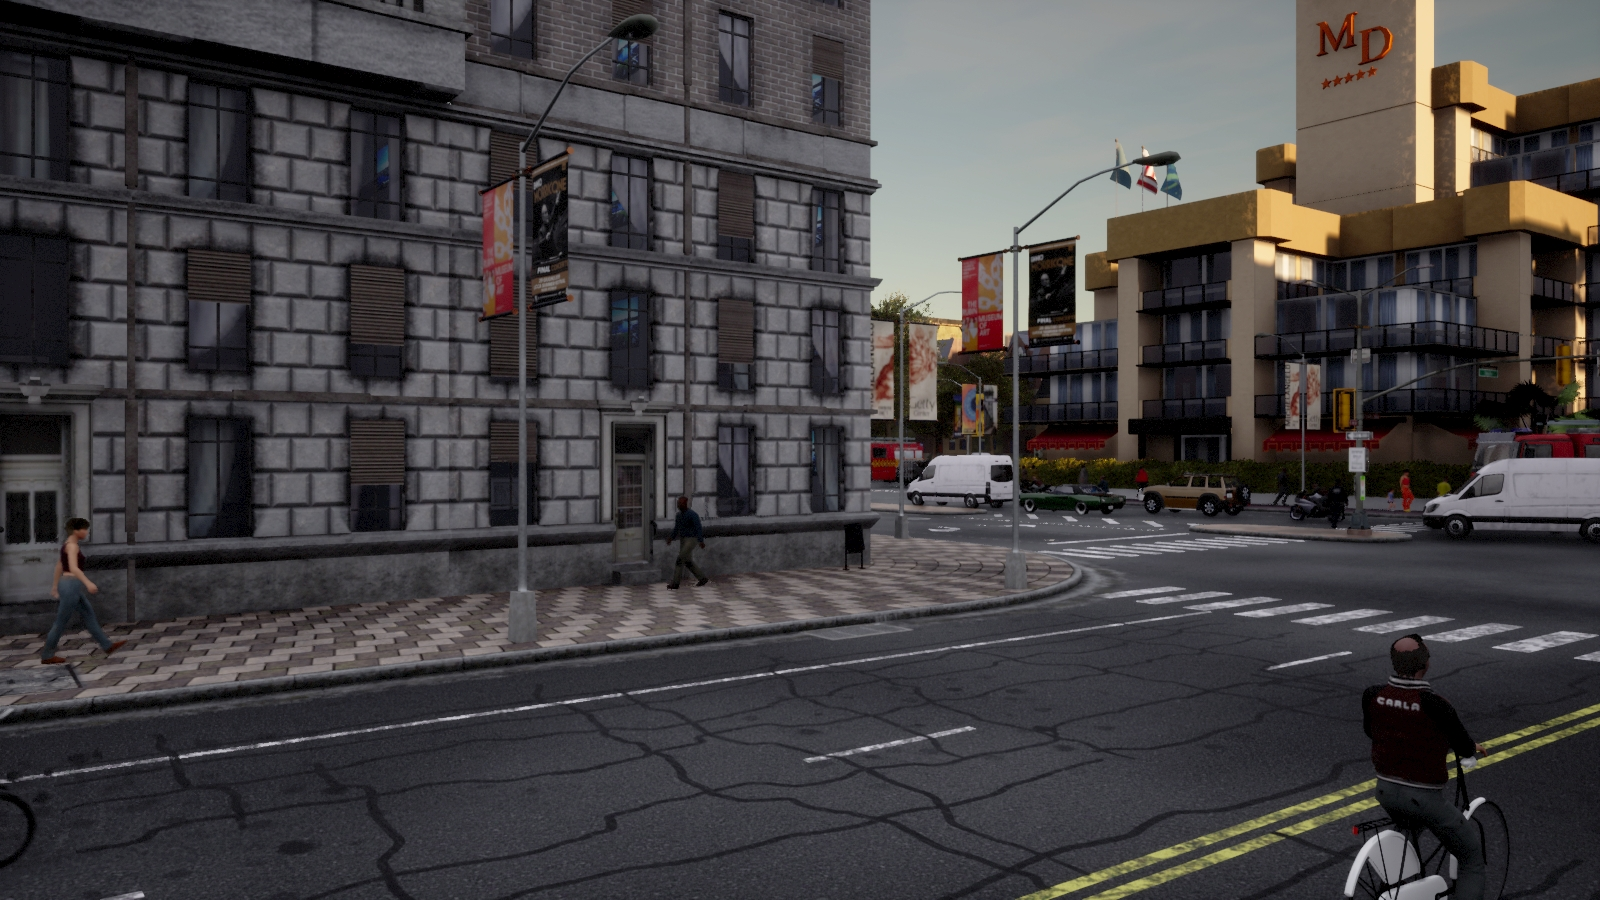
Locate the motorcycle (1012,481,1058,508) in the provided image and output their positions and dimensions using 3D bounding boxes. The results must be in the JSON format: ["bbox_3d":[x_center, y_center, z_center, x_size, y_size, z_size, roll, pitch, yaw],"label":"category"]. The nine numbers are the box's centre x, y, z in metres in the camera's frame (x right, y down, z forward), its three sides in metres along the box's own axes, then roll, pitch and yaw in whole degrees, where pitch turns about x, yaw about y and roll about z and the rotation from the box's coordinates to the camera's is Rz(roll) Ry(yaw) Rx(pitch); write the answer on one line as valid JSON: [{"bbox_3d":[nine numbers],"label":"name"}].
[{"bbox_3d":[11.640,2.205,56.539,0.867,1.251,2.209,0,0,-37],"label":"motorcycle"}]

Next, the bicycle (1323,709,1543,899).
[{"bbox_3d":[3.626,2.210,6.476,1.835,1.171,0.329,0,0,-35],"label":"bicycle"}]

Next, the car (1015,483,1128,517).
[{"bbox_3d":[11.885,2.155,50.351,1.895,1.301,4.718,0,0,-37],"label":"car"}]

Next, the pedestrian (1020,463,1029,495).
[{"bbox_3d":[13.025,1.696,66.206,0.375,1.860,0.375,0,0,-41],"label":"pedestrian"}]

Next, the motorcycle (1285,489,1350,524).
[{"bbox_3d":[20.381,2.205,45.032,0.867,1.251,2.209,0,0,-40],"label":"motorcycle"}]

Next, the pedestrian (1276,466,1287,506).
[{"bbox_3d":[22.700,1.698,53.839,0.375,1.860,0.375,0,0,-42],"label":"pedestrian"}]

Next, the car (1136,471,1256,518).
[{"bbox_3d":[17.034,1.864,49.374,1.932,1.855,4.605,0,0,-37],"label":"car"}]

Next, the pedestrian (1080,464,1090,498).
[{"bbox_3d":[15.692,1.696,62.877,0.375,1.860,0.375,0,0,-40],"label":"pedestrian"}]

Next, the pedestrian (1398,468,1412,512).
[{"bbox_3d":[25.554,1.696,48.265,0.375,1.860,0.375,0,0,-23],"label":"pedestrian"}]

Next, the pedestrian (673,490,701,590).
[{"bbox_3d":[-2.152,1.696,21.764,0.375,1.860,0.375,0,0,-38],"label":"pedestrian"}]

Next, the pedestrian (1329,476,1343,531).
[{"bbox_3d":[18.493,1.848,39.444,0.375,1.860,0.375,0,0,37],"label":"pedestrian"}]

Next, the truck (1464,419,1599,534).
[{"bbox_3d":[28.058,0.890,39.405,8.468,3.827,2.891,0,0,5],"label":"truck"}]

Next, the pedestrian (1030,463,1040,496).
[{"bbox_3d":[13.528,1.696,65.714,0.375,1.860,0.375,0,0,-37],"label":"pedestrian"}]

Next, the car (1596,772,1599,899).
[{"bbox_3d":[4.999,1.754,3.274,6.274,2.098,2.390,0,0,-34],"label":"car"}]

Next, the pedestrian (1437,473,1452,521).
[{"bbox_3d":[25.466,1.848,45.157,0.375,1.860,0.375,0,0,-27],"label":"pedestrian"}]

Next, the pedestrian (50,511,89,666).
[{"bbox_3d":[-9.035,1.696,14.137,0.375,1.860,0.375,0,0,-37],"label":"pedestrian"}]

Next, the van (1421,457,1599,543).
[{"bbox_3d":[23.178,1.534,36.384,5.915,2.561,1.988,0,0,30],"label":"van"}]

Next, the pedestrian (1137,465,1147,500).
[{"bbox_3d":[17.997,1.696,60.093,0.375,1.860,0.375,0,0,-40],"label":"pedestrian"}]

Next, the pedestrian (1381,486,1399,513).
[{"bbox_3d":[24.877,2.077,48.168,0.500,1.100,0.500,0,0,-24],"label":"pedestrian"}]

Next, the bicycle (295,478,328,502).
[{"bbox_3d":[-27.410,2.268,64.078,1.835,1.171,0.329,4,-5,19],"label":"bicycle"}]
